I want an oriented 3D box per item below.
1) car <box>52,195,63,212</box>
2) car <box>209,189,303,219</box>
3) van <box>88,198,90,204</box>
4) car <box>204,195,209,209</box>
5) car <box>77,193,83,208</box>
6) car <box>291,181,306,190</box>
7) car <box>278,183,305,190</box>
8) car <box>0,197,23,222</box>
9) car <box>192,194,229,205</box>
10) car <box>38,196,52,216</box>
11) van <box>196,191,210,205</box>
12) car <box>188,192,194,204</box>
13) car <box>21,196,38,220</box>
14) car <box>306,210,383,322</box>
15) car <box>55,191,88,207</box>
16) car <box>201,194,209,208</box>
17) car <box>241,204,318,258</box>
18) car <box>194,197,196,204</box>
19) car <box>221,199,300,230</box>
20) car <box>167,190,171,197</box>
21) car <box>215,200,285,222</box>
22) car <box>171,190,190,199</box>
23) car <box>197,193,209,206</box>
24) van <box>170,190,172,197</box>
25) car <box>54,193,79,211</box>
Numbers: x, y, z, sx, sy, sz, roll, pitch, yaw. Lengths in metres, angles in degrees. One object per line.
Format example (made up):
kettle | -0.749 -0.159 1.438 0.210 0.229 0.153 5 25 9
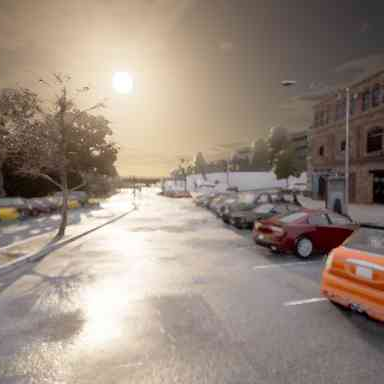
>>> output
car | -14.452 1.298 30.318 4.674 1.452 2.002 -1 1 -23
car | 4.310 1.041 21.102 5.566 2.045 2.435 1 1 -23
van | -15.240 0.933 42.178 4.442 1.987 1.878 -1 0 -25
car | 3.882 1.252 30.171 4.674 1.452 2.002 0 1 -24
car | -15.032 1.210 36.150 5.366 1.575 1.946 -1 1 -24
car | 20.351 -0.916 60.778 2.435 2.045 5.566 -7 4 -30
car | 17.401 -0.332 60.285 2.002 1.452 4.674 -7 4 -30
car | -14.143 1.331 21.374 5.366 1.575 1.946 -1 1 -22
car | 2.679 1.088 48.214 4.792 1.488 2.163 0 0 -26
car | -14.271 1.322 27.362 4.674 1.452 2.002 -1 1 -23
van | 3.167 0.905 39.161 4.442 1.987 1.878 0 1 -25
car | 2.602 1.074 45.154 5.366 1.575 1.946 0 1 -25
car | -14.088 1.180 24.414 4.553 1.767 2.185 -1 1 -23
car | 4.696 1.301 6.016 4.553 1.767 2.185 1 0 -21
car | -15.063 1.059 39.190 4.553 1.767 2.185 -1 1 -24
car | 3.689 1.225 33.190 4.674 1.452 2.002 0 0 -24
car | 4.613 1.373 12.064 5.008 1.535 2.097 1 0 -22
car | 3.059 0.980 42.235 4.553 1.767 2.185 0 1 -25
car | 4.451 1.319 18.099 5.008 1.535 2.097 1 1 -22
car | -3.242 0.622 91.690 5.566 2.045 2.435 0 1 -30
car | 4.194 1.305 24.142 4.674 1.452 2.002 0 0 -23
car | -2.212 0.808 85.765 4.553 1.767 2.185 0 0 -30
car | 3.497 1.160 36.201 4.892 1.521 2.231 0 1 -24
van | -2.791 0.677 88.685 4.442 1.987 1.878 0 1 -30
car | -14.484 1.227 33.352 5.366 1.575 1.946 -1 0 -24
